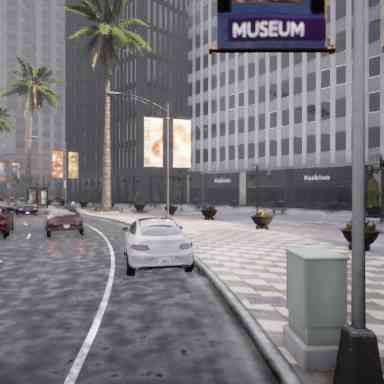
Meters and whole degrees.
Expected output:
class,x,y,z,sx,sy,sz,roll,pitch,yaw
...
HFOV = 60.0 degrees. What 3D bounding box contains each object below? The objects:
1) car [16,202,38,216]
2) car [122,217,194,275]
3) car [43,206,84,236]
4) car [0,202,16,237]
class,x,y,z,sx,sy,sz,roll,pitch,yaw
car,-16.537,1.584,31.971,1.895,1.301,4.718,0,0,-44
car,-1.175,1.524,10.451,1.812,1.442,4.674,0,0,-13
car,-7.240,1.518,18.640,1.812,1.442,4.674,0,0,-26
car,-10.639,1.467,17.640,1.882,1.535,5.008,0,0,-26
